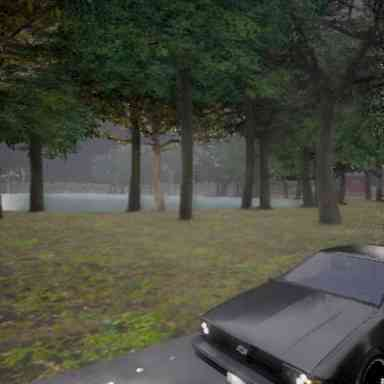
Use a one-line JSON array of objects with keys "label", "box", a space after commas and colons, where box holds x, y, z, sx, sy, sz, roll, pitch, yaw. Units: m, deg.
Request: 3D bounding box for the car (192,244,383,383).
[{"label": "car", "box": [2.624, 1.547, 4.932, 5.357, 1.411, 2.033, 0, 0, -35]}]
